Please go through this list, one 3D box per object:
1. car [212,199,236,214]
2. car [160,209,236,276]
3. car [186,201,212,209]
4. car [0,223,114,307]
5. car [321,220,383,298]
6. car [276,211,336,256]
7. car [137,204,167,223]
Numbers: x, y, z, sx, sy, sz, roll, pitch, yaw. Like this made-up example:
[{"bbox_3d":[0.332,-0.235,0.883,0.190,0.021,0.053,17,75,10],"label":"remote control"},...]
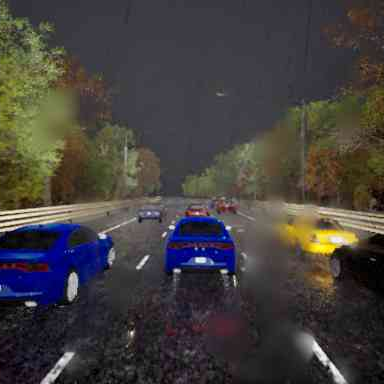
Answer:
[{"bbox_3d":[3.884,1.579,39.134,2.097,1.767,4.553,1,0,0],"label":"car"},{"bbox_3d":[0.254,1.523,10.579,1.882,1.535,5.008,1,0,1],"label":"car"},{"bbox_3d":[0.413,1.702,28.561,1.994,1.385,4.181,1,0,0],"label":"car"},{"bbox_3d":[-3.288,1.479,8.068,1.882,1.535,5.008,1,0,1],"label":"car"},{"bbox_3d":[4.660,1.599,7.233,1.812,1.442,4.674,1,0,1],"label":"car"},{"bbox_3d":[4.754,1.557,13.462,1.801,1.575,5.366,1,0,1],"label":"car"},{"bbox_3d":[-3.090,1.641,26.452,2.033,1.411,5.357,1,0,0],"label":"car"}]
